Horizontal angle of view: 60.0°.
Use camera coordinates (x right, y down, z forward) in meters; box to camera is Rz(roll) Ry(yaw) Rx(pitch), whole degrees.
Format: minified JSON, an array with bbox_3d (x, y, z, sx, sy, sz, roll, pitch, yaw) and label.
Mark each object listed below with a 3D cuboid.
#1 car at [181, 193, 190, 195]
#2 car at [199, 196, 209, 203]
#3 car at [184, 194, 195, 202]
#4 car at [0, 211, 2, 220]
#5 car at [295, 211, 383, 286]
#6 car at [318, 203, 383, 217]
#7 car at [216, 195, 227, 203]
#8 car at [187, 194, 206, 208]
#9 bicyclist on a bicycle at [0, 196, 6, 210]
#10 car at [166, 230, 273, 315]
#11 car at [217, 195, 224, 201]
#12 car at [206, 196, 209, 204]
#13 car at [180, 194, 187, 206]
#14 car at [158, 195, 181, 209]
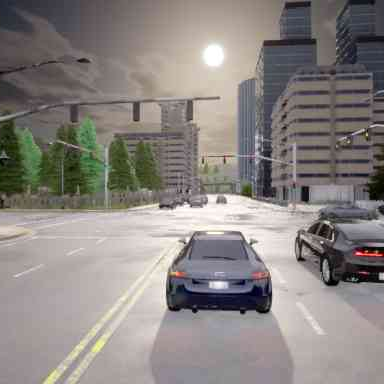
[{"bbox_3d":[-1.416,1.221,64.884,2.150,2.045,5.566,0,0,5],"label":"car"},{"bbox_3d":[2.424,1.505,68.383,1.837,1.490,4.892,0,0,5],"label":"car"},{"bbox_3d":[-0.538,1.355,74.836,2.097,1.767,4.553,0,0,5],"label":"car"},{"bbox_3d":[-16.323,1.478,23.906,5.008,1.535,1.882,0,0,5],"label":"car"},{"bbox_3d":[4.230,1.505,9.317,1.837,1.490,4.892,0,0,4],"label":"car"},{"bbox_3d":[11.706,1.564,25.086,4.181,1.385,1.994,0,0,5],"label":"car"},{"bbox_3d":[5.880,1.564,66.403,1.994,1.385,4.181,0,0,5],"label":"car"},{"bbox_3d":[0.704,1.505,48.922,1.837,1.490,4.892,0,0,5],"label":"car"},{"bbox_3d":[-22.317,1.301,38.934,0.582,1.620,1.656,0,0,5],"label":"bicyclist on a bicycle"},{"bbox_3d":[0.597,1.564,7.699,1.994,1.385,4.181,0,0,4],"label":"car"},{"bbox_3d":[7.408,1.500,85.820,1.837,1.490,4.892,0,0,5],"label":"car"},{"bbox_3d":[1.484,1.352,58.013,2.097,1.767,4.553,0,0,5],"label":"car"},{"bbox_3d":[-2.315,1.547,54.747,2.033,1.411,5.357,0,0,5],"label":"car"},{"bbox_3d":[-3.163,1.547,44.708,2.033,1.411,5.357,0,0,5],"label":"car"}]
